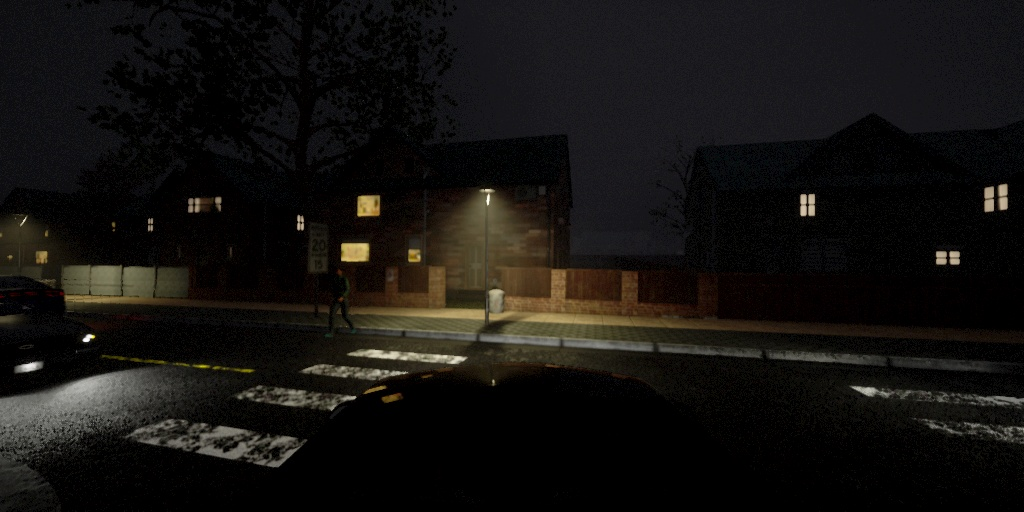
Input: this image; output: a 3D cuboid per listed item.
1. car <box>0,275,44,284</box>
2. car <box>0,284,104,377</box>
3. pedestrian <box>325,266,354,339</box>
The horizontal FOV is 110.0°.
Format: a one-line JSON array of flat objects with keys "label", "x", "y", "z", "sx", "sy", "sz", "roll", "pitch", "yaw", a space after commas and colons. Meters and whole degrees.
[{"label": "car", "x": -16.104, "y": 1.299, "z": 10.782, "sx": 5.008, "sy": 1.535, "sz": 1.882, "roll": 0, "pitch": -1, "yaw": 15}, {"label": "car", "x": -9.890, "y": 1.305, "z": 6.118, "sx": 5.357, "sy": 1.411, "sz": 2.033, "roll": 0, "pitch": -1, "yaw": 15}, {"label": "pedestrian", "x": -4.277, "y": 1.091, "z": 8.885, "sx": 0.375, "sy": 1.860, "sz": 0.375, "roll": 0, "pitch": 0, "yaw": 15}]
